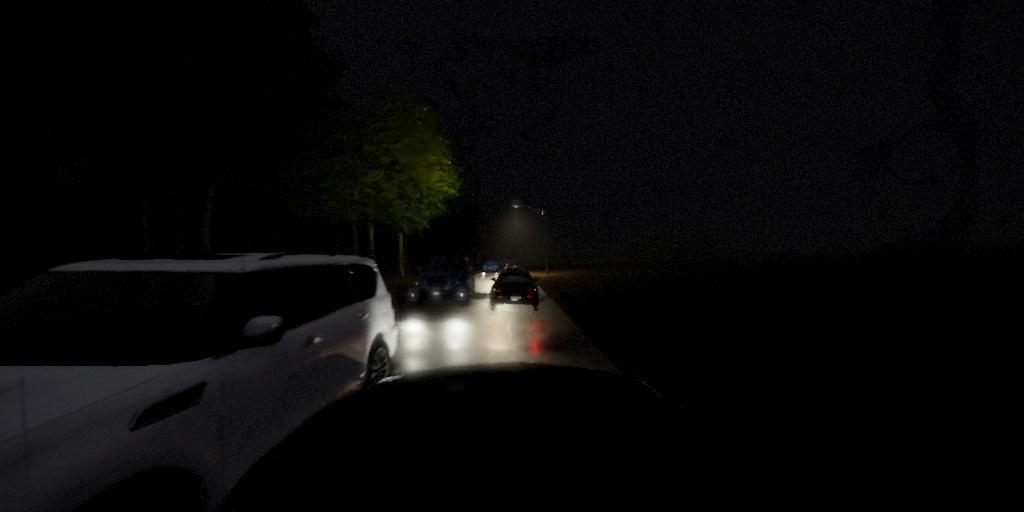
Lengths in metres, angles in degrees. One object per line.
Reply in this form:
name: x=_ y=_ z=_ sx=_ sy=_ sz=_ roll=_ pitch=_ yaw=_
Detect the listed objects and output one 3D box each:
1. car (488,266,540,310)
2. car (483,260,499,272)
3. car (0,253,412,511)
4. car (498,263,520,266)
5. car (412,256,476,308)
car: x=0.105 y=1.314 z=14.681 sx=1.812 sy=1.442 sz=4.674 roll=0 pitch=0 yaw=0
car: x=-2.772 y=1.332 z=47.322 sx=1.882 sy=1.535 sz=5.008 roll=0 pitch=0 yaw=0
car: x=-2.825 y=0.976 z=3.305 sx=2.150 sy=2.045 sz=5.566 roll=0 pitch=0 yaw=0
car: x=0.049 y=1.385 z=33.734 sx=2.033 sy=1.411 sz=5.357 roll=0 pitch=0 yaw=0
car: x=-2.821 y=1.012 z=15.903 sx=2.150 sy=2.045 sz=5.566 roll=0 pitch=0 yaw=-1
